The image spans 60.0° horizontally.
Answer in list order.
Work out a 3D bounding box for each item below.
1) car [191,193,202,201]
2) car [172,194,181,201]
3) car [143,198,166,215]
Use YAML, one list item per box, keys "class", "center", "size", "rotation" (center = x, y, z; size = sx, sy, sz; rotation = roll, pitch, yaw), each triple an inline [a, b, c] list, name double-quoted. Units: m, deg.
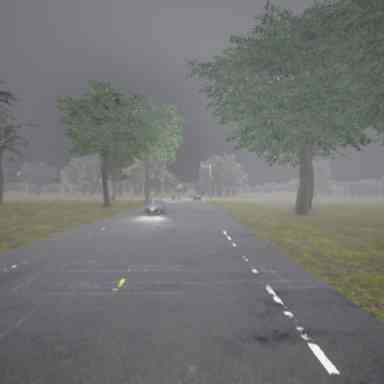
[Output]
- class: "car"
  center: [1.268, 1.334, 77.465]
  size: [1.812, 1.442, 4.674]
  rotation: [0, 0, 0]
- class: "car"
  center: [-3.460, 1.251, 74.021]
  size: [2.128, 1.511, 4.902]
  rotation: [0, 0, 0]
- class: "car"
  center: [-3.575, 1.375, 32.685]
  size: [2.128, 1.511, 4.902]
  rotation: [0, 0, 0]
